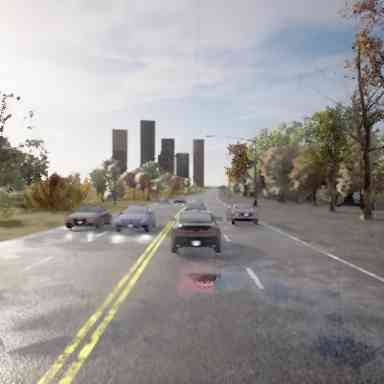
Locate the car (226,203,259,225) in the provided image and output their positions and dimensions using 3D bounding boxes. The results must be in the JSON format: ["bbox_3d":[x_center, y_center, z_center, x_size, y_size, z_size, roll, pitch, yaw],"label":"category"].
[{"bbox_3d":[3.534,1.516,23.944,2.033,1.411,5.357,1,0,1],"label":"car"}]

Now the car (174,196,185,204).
[{"bbox_3d":[-2.213,1.502,61.672,1.994,1.385,4.181,0,0,3],"label":"car"}]

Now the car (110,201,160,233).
[{"bbox_3d":[-3.240,1.521,19.913,1.812,1.442,4.674,0,0,1],"label":"car"}]

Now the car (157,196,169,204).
[{"bbox_3d":[-5.429,1.429,62.583,2.128,1.511,4.902,0,0,3],"label":"car"}]

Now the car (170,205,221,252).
[{"bbox_3d":[0.158,1.506,13.850,1.837,1.490,4.892,0,0,0],"label":"car"}]

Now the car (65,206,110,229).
[{"bbox_3d":[-6.471,1.563,21.246,1.994,1.385,4.181,0,0,1],"label":"car"}]

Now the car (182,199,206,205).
[{"bbox_3d":[0.366,1.552,30.194,1.994,1.385,4.181,0,0,1],"label":"car"}]
